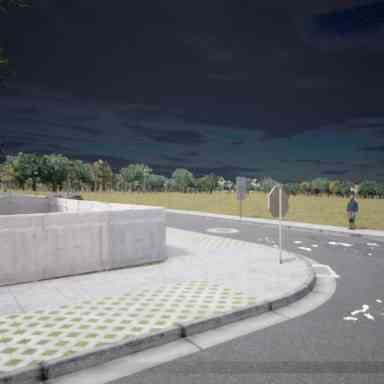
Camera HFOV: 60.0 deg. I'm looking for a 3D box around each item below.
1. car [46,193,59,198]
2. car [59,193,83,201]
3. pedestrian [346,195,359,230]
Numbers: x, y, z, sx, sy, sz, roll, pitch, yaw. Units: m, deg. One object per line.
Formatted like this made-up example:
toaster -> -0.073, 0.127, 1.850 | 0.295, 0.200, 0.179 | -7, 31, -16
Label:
car -> -23.388, 0.785, 56.420 | 2.033, 1.411, 5.357 | 1, 0, -36
car -> -17.258, 0.884, 47.969 | 1.837, 1.490, 4.892 | 1, 0, -36
pedestrian -> 8.416, 1.064, 17.517 | 0.375, 1.860, 0.375 | 1, -1, -36
